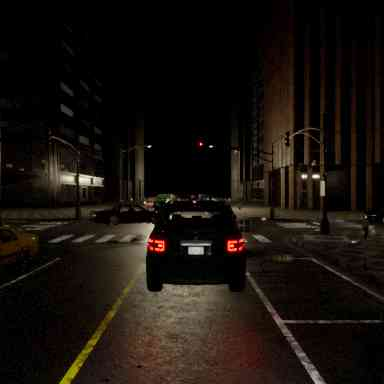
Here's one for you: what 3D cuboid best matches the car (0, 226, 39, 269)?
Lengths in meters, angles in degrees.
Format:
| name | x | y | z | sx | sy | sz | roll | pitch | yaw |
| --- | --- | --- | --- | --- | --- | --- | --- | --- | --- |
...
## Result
| name | x | y | z | sx | sy | sz | roll | pitch | yaw |
| --- | --- | --- | --- | --- | --- | --- | --- | --- | --- |
| car | -5.743 | 1.526 | 8.632 | 1.752 | 1.417 | 4.829 | 0 | 0 | 0 |

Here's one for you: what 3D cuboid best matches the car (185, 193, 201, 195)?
| name | x | y | z | sx | sy | sz | roll | pitch | yaw |
| --- | --- | --- | --- | --- | --- | --- | --- | --- | --- |
| car | 0.136 | 1.511 | 65.844 | 2.128 | 1.511 | 4.902 | 0 | 0 | 0 |

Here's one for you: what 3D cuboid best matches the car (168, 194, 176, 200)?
| name | x | y | z | sx | sy | sz | roll | pitch | yaw |
| --- | --- | --- | --- | --- | --- | --- | --- | --- | --- |
| car | -5.572 | 1.482 | 91.671 | 1.967 | 1.590 | 4.097 | 0 | 0 | 0 |

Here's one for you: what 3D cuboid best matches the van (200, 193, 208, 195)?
| name | x | y | z | sx | sy | sz | roll | pitch | yaw |
| --- | --- | --- | --- | --- | --- | --- | --- | --- | --- |
| van | 2.907 | 1.362 | 69.232 | 1.690 | 1.788 | 3.998 | 0 | 0 | 0 |

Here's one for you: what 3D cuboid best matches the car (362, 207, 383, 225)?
| name | x | y | z | sx | sy | sz | roll | pitch | yaw |
| --- | --- | --- | --- | --- | --- | --- | --- | --- | --- |
| car | 14.853 | 1.568 | 23.832 | 4.892 | 1.490 | 1.837 | 0 | 0 | 0 |

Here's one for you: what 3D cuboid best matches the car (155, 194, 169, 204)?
| name | x | y | z | sx | sy | sz | roll | pitch | yaw |
| --- | --- | --- | --- | --- | --- | --- | --- | --- | --- |
| car | -5.629 | 1.333 | 63.624 | 2.192 | 1.841 | 5.009 | 0 | 0 | 0 |

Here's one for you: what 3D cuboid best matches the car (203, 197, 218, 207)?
| name | x | y | z | sx | sy | sz | roll | pitch | yaw |
| --- | --- | --- | --- | --- | --- | --- | --- | --- | --- |
| car | 2.872 | 1.562 | 52.405 | 2.008 | 1.369 | 4.403 | 0 | 0 | 0 |

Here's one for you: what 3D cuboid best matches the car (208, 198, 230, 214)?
| name | x | y | z | sx | sy | sz | roll | pitch | yaw |
| --- | --- | --- | --- | --- | --- | --- | --- | --- | --- |
| car | 2.838 | 1.446 | 35.579 | 1.967 | 1.590 | 4.097 | 0 | 0 | 0 |

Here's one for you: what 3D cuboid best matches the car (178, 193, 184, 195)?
| name | x | y | z | sx | sy | sz | roll | pitch | yaw |
| --- | --- | --- | --- | --- | --- | --- | --- | --- | --- |
| car | -2.913 | 1.366 | 56.369 | 2.097 | 1.767 | 4.553 | 0 | 0 | 1 |

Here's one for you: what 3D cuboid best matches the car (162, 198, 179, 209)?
| name | x | y | z | sx | sy | sz | roll | pitch | yaw |
| --- | --- | --- | --- | --- | --- | --- | --- | --- | --- |
| car | -2.935 | 1.573 | 46.491 | 1.994 | 1.385 | 4.181 | 0 | 0 | 1 |

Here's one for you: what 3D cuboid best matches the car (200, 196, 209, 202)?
| name | x | y | z | sx | sy | sz | roll | pitch | yaw |
| --- | --- | --- | --- | --- | --- | --- | --- | --- | --- |
| car | 2.930 | 1.597 | 80.450 | 1.947 | 1.339 | 4.313 | 0 | 0 | 0 |

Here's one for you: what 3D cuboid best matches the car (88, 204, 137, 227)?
| name | x | y | z | sx | sy | sz | roll | pitch | yaw |
| --- | --- | --- | --- | --- | --- | --- | --- | --- | --- |
| car | -4.274 | 1.543 | 22.778 | 5.357 | 1.411 | 2.033 | 0 | 0 | -28 |

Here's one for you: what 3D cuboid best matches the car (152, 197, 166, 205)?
| name | x | y | z | sx | sy | sz | roll | pitch | yaw |
| --- | --- | --- | --- | --- | --- | --- | --- | --- | --- |
| car | -5.641 | 1.565 | 58.014 | 2.008 | 1.369 | 4.403 | 0 | 0 | 0 |

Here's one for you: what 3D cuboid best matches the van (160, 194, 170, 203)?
| name | x | y | z | sx | sy | sz | roll | pitch | yaw |
| --- | --- | --- | --- | --- | --- | --- | --- | --- | --- |
| van | -5.618 | 1.363 | 69.232 | 1.690 | 1.788 | 3.998 | 0 | 0 | 0 |

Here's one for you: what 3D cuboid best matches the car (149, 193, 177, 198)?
| name | x | y | z | sx | sy | sz | roll | pitch | yaw |
| --- | --- | --- | --- | --- | --- | --- | --- | --- | --- |
| car | -2.996 | 1.228 | 36.619 | 2.150 | 2.045 | 5.566 | 0 | 0 | 0 |

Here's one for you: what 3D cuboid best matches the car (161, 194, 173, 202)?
| name | x | y | z | sx | sy | sz | roll | pitch | yaw |
| --- | --- | --- | --- | --- | --- | --- | --- | --- | --- |
| car | -5.606 | 1.341 | 74.843 | 2.192 | 1.841 | 5.009 | 0 | 0 | 0 |

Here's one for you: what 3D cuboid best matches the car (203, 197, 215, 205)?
| name | x | y | z | sx | sy | sz | roll | pitch | yaw |
| --- | --- | --- | --- | --- | --- | --- | --- | --- | --- |
| car | 2.884 | 1.580 | 58.014 | 1.947 | 1.339 | 4.313 | 0 | 0 | 0 |

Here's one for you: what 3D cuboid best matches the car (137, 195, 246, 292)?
| name | x | y | z | sx | sy | sz | roll | pitch | yaw |
| --- | --- | --- | --- | --- | --- | --- | --- | --- | --- |
| car | 0.098 | 1.222 | 9.086 | 2.150 | 2.045 | 5.566 | 0 | 0 | 0 |

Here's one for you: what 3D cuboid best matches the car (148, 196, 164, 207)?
| name | x | y | z | sx | sy | sz | roll | pitch | yaw |
| --- | --- | --- | --- | --- | --- | --- | --- | --- | --- |
| car | -5.653 | 1.452 | 52.405 | 1.967 | 1.590 | 4.097 | 0 | 0 | 0 |
